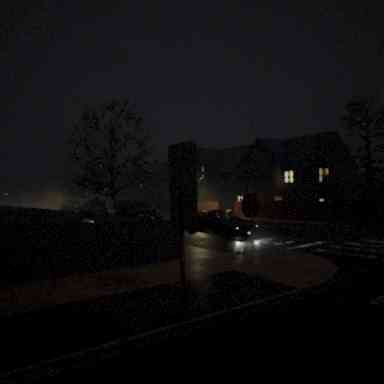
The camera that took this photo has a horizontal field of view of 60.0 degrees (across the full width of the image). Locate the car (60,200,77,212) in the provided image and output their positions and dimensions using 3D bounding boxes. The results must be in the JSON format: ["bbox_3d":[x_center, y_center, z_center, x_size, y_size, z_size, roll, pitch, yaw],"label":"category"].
[{"bbox_3d":[-19.138,2.292,52.720,2.150,2.045,5.566,-2,0,-36],"label":"car"}]

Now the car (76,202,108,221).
[{"bbox_3d":[-10.510,2.173,35.758,1.882,1.535,5.008,-2,0,-36],"label":"car"}]

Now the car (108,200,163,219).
[{"bbox_3d":[-4.563,1.674,27.407,2.150,2.045,5.566,-2,0,-35],"label":"car"}]

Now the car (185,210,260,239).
[{"bbox_3d":[1.370,1.759,19.109,2.033,1.411,5.357,-2,0,-36],"label":"car"}]

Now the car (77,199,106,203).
[{"bbox_3d":[-12.957,2.040,44.136,2.150,2.045,5.566,-2,0,-35],"label":"car"}]
